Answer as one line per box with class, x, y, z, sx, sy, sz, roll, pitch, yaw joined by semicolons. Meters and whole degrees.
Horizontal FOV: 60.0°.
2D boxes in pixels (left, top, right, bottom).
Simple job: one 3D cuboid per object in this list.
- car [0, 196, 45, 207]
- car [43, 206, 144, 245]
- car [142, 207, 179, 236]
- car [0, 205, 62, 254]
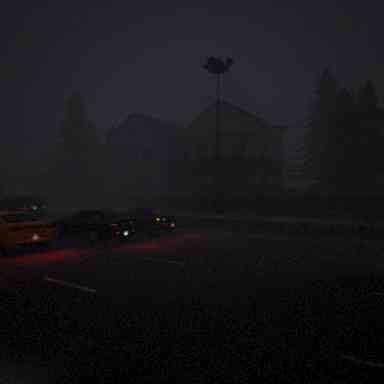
car;-14.116;1.311;26.866;5.566;2.045;2.150;0;0;36
car;-4.841;1.549;15.970;4.892;1.490;1.837;0;0;36
car;-2.887;1.570;18.876;4.674;1.442;1.812;-1;0;36
car;-7.807;1.524;13.799;5.008;1.535;1.882;0;0;36
